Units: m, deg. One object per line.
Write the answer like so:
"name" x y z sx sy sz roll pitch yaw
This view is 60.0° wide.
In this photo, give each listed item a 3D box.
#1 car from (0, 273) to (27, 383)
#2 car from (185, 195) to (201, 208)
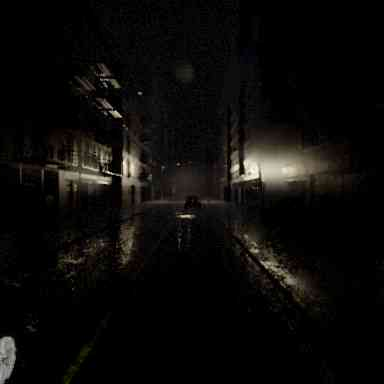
"car" -2.998 1.499 2.312 1.837 1.490 4.892 0 0 0
"car" 0.109 1.227 44.871 2.097 1.767 4.553 0 0 0
